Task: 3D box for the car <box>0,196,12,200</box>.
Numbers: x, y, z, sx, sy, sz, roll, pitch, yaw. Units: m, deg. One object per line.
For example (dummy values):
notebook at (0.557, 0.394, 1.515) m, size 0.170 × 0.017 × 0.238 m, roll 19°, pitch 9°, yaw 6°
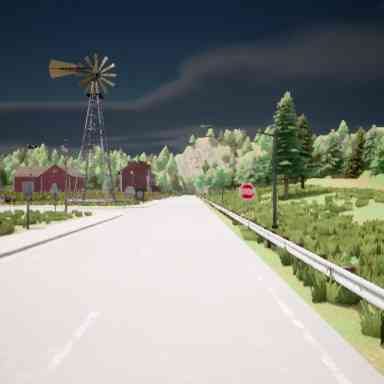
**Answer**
car at (-32.297, 1.471, 57.536) m, size 1.784 × 1.438 × 3.905 m, roll 0°, pitch 0°, yaw 0°
